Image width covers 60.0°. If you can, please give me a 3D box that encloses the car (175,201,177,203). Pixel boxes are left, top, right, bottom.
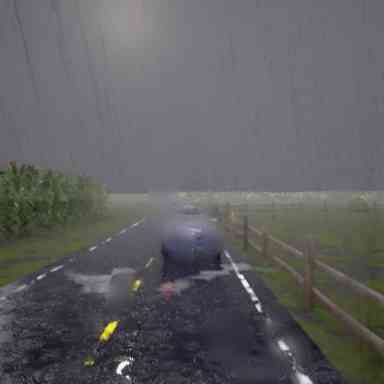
[{"bbox_3d":[-0.233,1.768,28.544,2.128,1.511,4.902,0,0,-1],"label":"car"}]

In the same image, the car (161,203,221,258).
[{"bbox_3d":[-0.030,1.484,13.445,2.097,1.767,4.553,0,-1,0],"label":"car"}]

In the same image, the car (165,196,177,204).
[{"bbox_3d":[-4.074,1.823,65.248,2.150,2.045,5.566,0,0,-2],"label":"car"}]
